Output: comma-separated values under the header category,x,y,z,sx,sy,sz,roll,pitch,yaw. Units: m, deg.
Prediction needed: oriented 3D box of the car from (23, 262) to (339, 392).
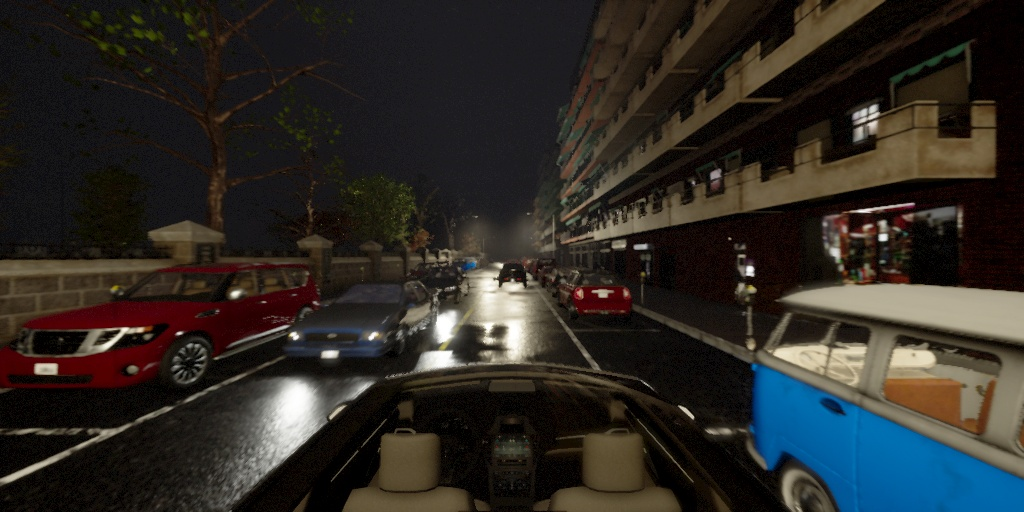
category,x,y,z,sx,sy,sz,roll,pitch,yaw
car,-5.690,1.059,6.895,2.192,1.841,5.009,0,0,0

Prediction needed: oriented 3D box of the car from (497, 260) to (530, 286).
category,x,y,z,sx,sy,sz,roll,pitch,yaw
car,0.059,1.235,24.736,1.837,1.490,4.892,0,1,0

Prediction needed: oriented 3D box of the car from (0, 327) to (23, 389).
category,x,y,z,sx,sy,sz,roll,pitch,yaw
car,-5.690,1.276,1.096,1.751,1.417,4.829,0,0,0

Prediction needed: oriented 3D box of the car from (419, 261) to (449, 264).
category,x,y,z,sx,sy,sz,roll,pitch,yaw
car,-5.690,1.169,23.786,1.967,1.591,4.097,0,0,0

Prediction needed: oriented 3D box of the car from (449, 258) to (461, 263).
category,x,y,z,sx,sy,sz,roll,pitch,yaw
car,-5.689,1.165,29.415,1.967,1.591,4.097,0,0,0

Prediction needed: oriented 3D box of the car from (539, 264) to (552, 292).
category,x,y,z,sx,sy,sz,roll,pitch,yaw
car,2.690,1.283,18.155,2.007,1.370,4.403,0,0,0

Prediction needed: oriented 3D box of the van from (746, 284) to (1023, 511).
category,x,y,z,sx,sy,sz,roll,pitch,yaw
van,2.691,1.091,1.265,1.690,1.789,3.998,0,0,0

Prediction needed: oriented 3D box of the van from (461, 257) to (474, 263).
category,x,y,z,sx,sy,sz,roll,pitch,yaw
van,-5.689,1.061,40.675,1.690,1.789,3.998,0,0,0

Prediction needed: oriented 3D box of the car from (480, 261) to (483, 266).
category,x,y,z,sx,sy,sz,roll,pitch,yaw
car,-5.689,1.272,51.935,2.007,1.370,4.403,0,0,0

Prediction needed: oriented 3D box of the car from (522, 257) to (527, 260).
category,x,y,z,sx,sy,sz,roll,pitch,yaw
car,2.692,1.160,46.304,1.967,1.591,4.097,0,0,0

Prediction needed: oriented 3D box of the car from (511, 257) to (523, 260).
category,x,y,z,sx,sy,sz,roll,pitch,yaw
car,0.098,1.198,48.582,1.882,1.535,5.008,0,0,0

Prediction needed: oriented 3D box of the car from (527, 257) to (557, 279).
category,x,y,z,sx,sy,sz,roll,pitch,yaw
car,2.692,1.040,29.415,2.192,1.841,5.009,0,0,0

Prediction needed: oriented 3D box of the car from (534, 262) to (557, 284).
category,x,y,z,sx,sy,sz,roll,pitch,yaw
car,2.691,1.274,23.785,1.888,1.381,4.507,0,0,0

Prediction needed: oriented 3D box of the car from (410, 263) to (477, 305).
category,x,y,z,sx,sy,sz,roll,pitch,yaw
car,-3.000,1.227,15.935,2.128,1.511,4.902,0,0,0

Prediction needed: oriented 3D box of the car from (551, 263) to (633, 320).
category,x,y,z,sx,sy,sz,roll,pitch,yaw
car,2.691,1.178,12.525,1.967,1.591,4.097,0,0,0

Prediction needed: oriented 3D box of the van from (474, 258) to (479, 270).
category,x,y,z,sx,sy,sz,roll,pitch,yaw
van,-5.689,1.061,46.305,1.690,1.789,3.998,0,0,0

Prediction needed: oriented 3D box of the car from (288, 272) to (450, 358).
category,x,y,z,sx,sy,sz,roll,pitch,yaw
car,-3.091,1.289,8.779,2.033,1.411,5.357,0,0,0
